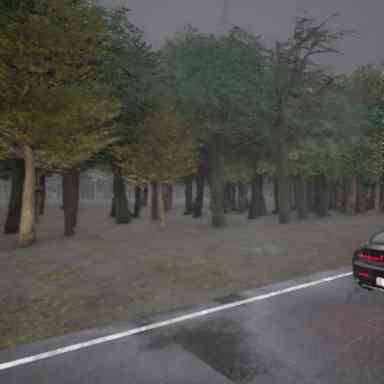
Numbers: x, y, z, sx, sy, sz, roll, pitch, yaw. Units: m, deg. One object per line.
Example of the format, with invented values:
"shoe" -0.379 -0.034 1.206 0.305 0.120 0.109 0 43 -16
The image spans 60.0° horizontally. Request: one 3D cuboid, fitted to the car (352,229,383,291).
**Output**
"car" 5.668 1.484 7.789 4.892 1.490 1.837 0 0 -36
